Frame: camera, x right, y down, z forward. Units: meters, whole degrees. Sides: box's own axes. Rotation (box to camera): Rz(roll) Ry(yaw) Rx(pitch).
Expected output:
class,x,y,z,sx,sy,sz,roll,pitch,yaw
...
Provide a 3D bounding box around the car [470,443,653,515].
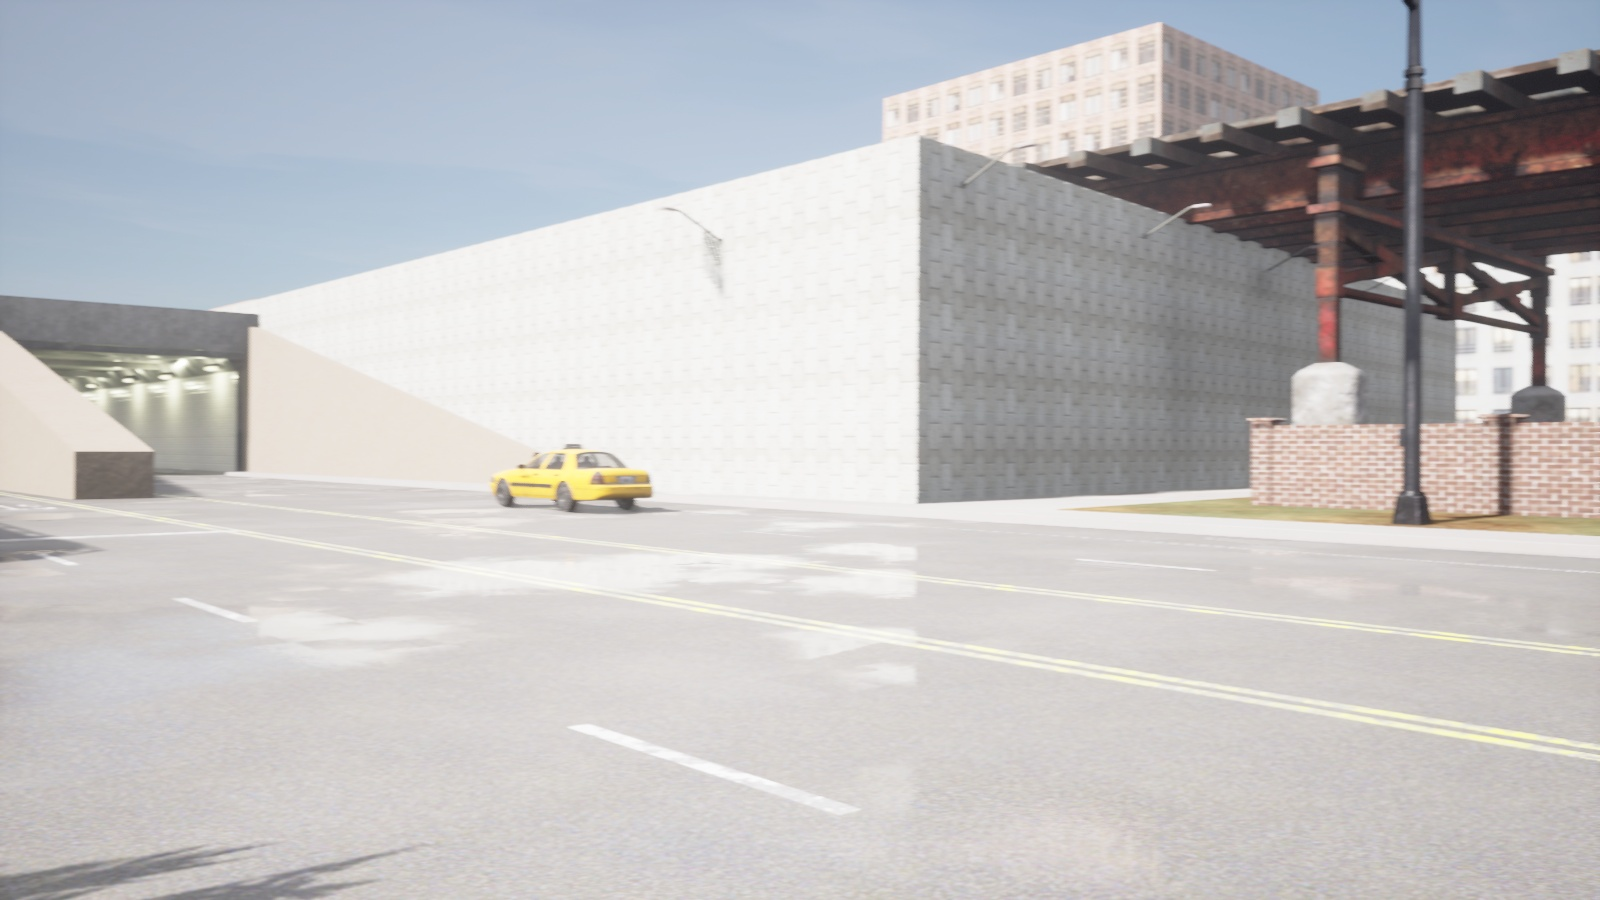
class,x,y,z,sx,sy,sz,roll,pitch,yaw
car,-5.804,0.640,30.052,1.801,1.575,5.366,0,0,-42
